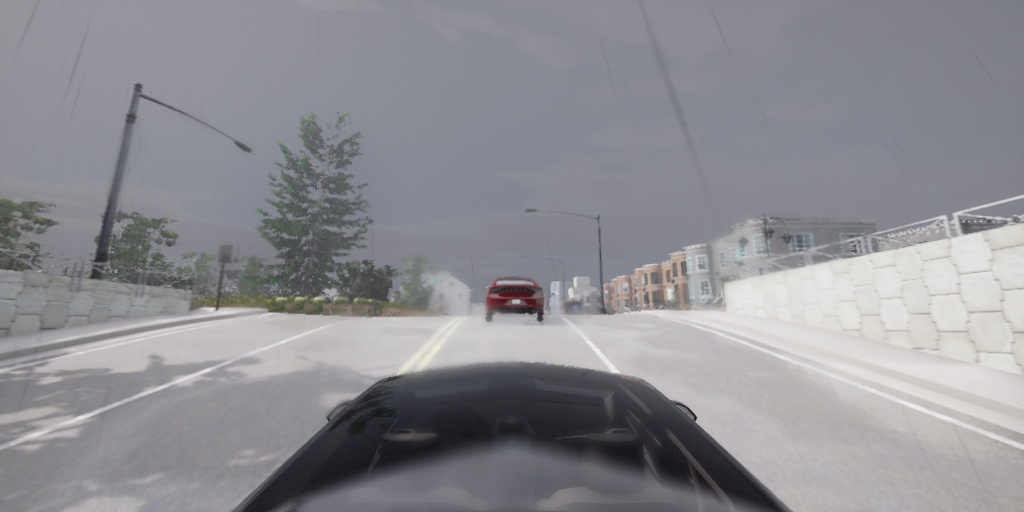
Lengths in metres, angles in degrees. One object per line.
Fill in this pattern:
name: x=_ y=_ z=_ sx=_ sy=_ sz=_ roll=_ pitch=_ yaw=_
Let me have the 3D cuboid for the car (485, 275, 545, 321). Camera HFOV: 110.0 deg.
car: x=0.028 y=1.494 z=13.202 sx=1.882 sy=1.535 sz=5.008 roll=1 pitch=-6 yaw=-2
